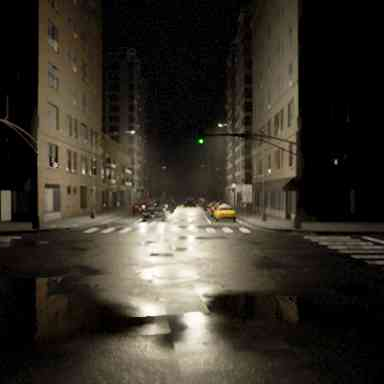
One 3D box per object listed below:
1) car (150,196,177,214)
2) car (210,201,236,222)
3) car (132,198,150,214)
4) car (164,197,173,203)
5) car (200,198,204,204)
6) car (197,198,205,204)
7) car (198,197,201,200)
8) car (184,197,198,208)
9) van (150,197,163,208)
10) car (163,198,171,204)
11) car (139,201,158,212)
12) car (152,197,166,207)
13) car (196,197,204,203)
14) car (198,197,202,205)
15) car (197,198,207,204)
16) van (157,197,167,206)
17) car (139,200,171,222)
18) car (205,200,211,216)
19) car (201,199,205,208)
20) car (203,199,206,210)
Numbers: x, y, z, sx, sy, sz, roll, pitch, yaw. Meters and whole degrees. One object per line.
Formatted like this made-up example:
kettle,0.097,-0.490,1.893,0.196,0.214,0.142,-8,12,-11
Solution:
car,-3.256,1.550,39.711,2.150,2.045,5.566,0,0,0
car,2.781,1.767,28.874,1.752,1.417,4.829,0,0,-1
car,-5.842,1.643,39.681,2.192,1.841,5.009,0,0,-1
car,-6.290,2.140,89.409,1.967,1.590,4.097,0,0,-1
car,2.584,1.961,50.807,1.887,1.381,4.507,0,0,-1
car,2.285,2.244,83.959,1.802,1.307,4.206,0,0,-1
car,2.485,2.083,61.857,1.802,1.307,4.206,0,0,-1
car,-0.340,1.999,58.210,1.812,1.442,4.674,0,0,-1
van,-5.991,1.798,56.257,1.690,1.788,3.998,0,0,-1
car,-6.238,2.184,83.713,1.752,1.417,4.829,0,0,-1
car,-5.892,1.923,45.205,2.008,1.369,4.403,0,0,-1
car,-6.041,1.814,61.783,2.192,1.841,5.009,0,0,-1
car,2.235,2.142,89.485,1.967,1.590,4.097,0,0,-1
car,2.535,2.010,56.331,2.008,1.369,4.403,0,0,-1
car,2.335,2.173,78.434,2.008,1.369,4.403,0,0,-1
van,-6.088,1.881,67.307,1.690,1.788,3.998,0,0,-1
car,-3.167,1.748,29.077,1.837,1.490,4.892,0,0,0
car,2.733,1.726,34.230,1.967,1.590,4.097,0,0,-1
car,2.634,1.939,45.280,1.947,1.339,4.313,0,0,-1
car,2.683,1.881,39.755,2.008,1.369,4.403,0,0,-1
